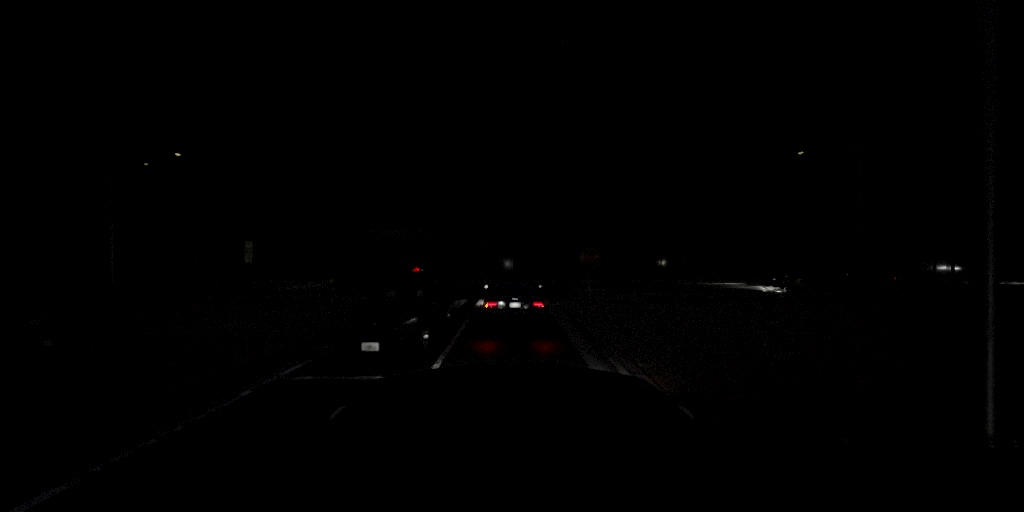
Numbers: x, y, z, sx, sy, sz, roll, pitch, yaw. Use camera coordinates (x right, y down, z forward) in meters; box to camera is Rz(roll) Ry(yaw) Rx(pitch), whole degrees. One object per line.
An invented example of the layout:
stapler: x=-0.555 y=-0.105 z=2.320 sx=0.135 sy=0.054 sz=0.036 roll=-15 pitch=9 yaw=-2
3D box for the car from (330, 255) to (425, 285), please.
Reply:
car: x=-8.283 y=0.980 z=22.410 sx=5.566 sy=2.045 sz=2.150 roll=0 pitch=0 yaw=0

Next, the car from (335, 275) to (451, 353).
car: x=-2.636 y=1.315 z=8.856 sx=1.948 sy=1.339 sz=4.313 roll=0 pitch=0 yaw=0

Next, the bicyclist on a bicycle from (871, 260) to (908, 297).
bicyclist on a bicycle: x=17.362 y=1.021 z=16.533 sx=0.582 sy=1.620 sz=1.656 roll=0 pitch=0 yaw=0

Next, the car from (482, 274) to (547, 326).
car: x=0.045 y=1.296 z=11.645 sx=2.033 sy=1.411 sz=5.357 roll=0 pitch=0 yaw=-1

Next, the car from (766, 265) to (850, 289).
car: x=18.384 y=1.266 z=22.391 sx=4.181 sy=1.385 sz=1.994 roll=0 pitch=0 yaw=0
